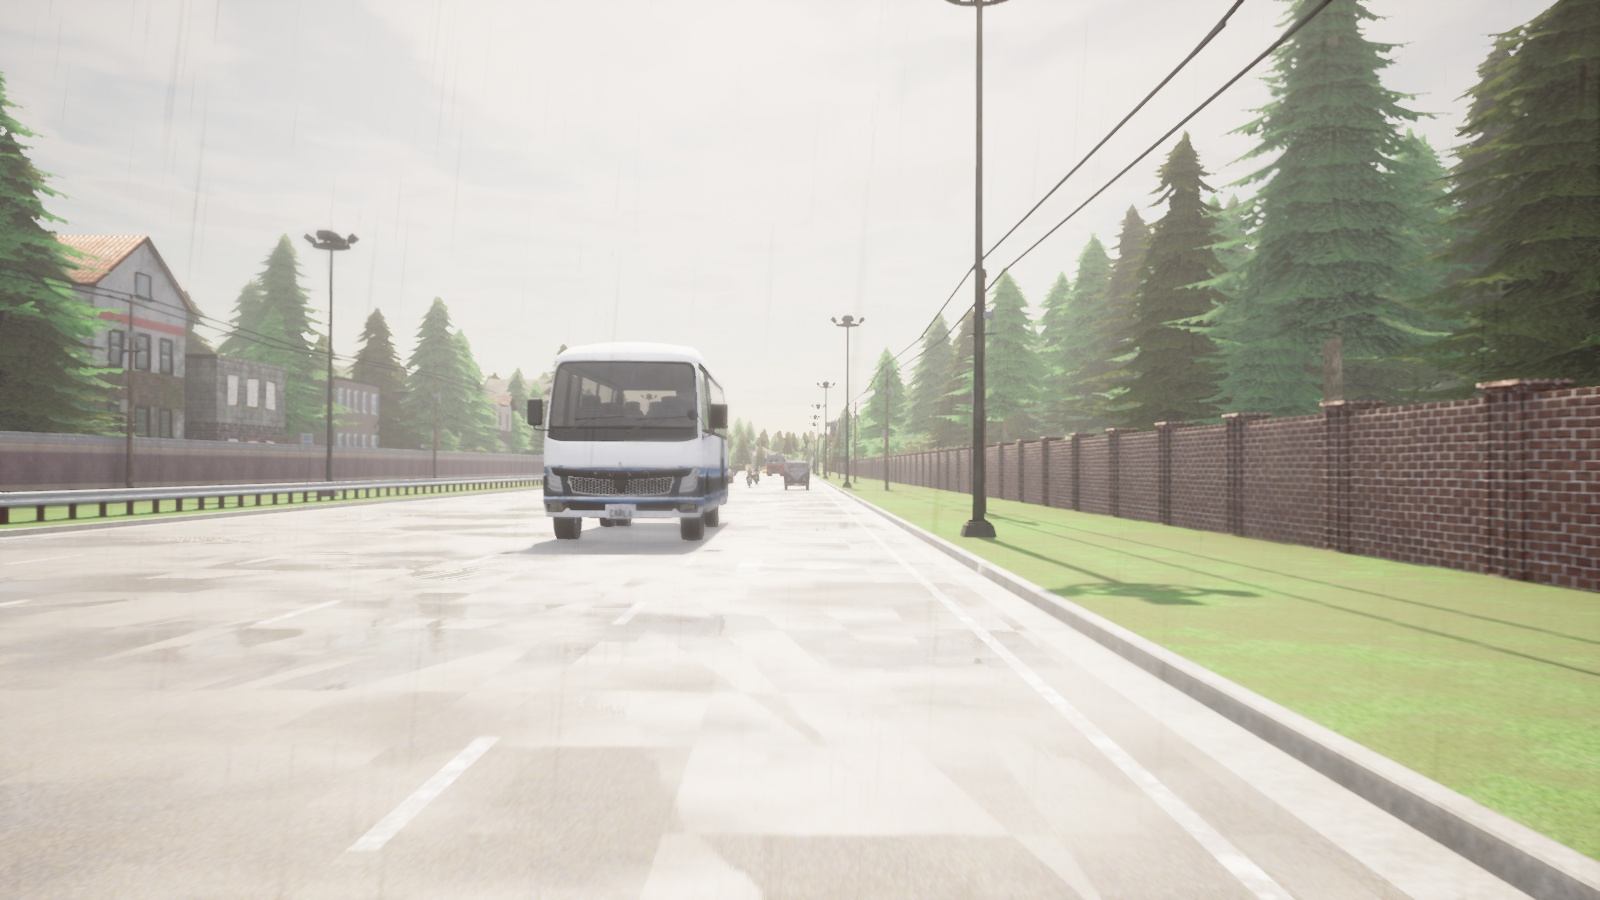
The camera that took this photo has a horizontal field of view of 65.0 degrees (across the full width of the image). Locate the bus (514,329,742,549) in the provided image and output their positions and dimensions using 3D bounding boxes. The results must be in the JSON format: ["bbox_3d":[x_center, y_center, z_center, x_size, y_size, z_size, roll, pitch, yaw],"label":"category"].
[{"bbox_3d":[-3.574,-0.146,29.482,3.944,4.253,10.273,0,-1,0],"label":"bus"}]

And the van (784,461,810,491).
[{"bbox_3d":[-0.202,1.740,85.385,1.775,1.987,4.442,0,-1,0],"label":"van"}]
